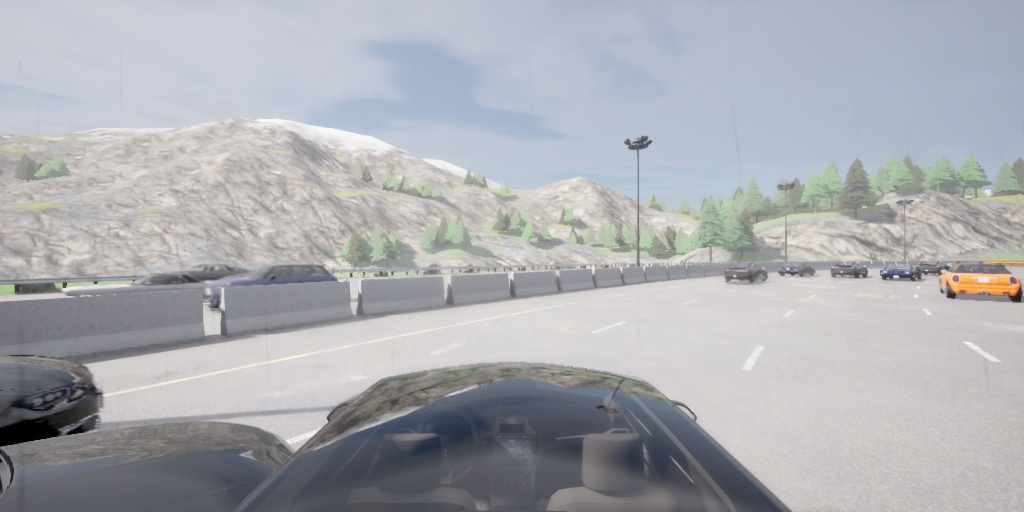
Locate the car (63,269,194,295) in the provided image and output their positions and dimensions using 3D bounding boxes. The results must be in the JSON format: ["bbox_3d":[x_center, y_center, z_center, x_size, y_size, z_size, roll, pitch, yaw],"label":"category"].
[{"bbox_3d":[-14.272,1.351,14.242,1.895,1.301,4.718,0,0,39],"label":"car"}]

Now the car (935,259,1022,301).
[{"bbox_3d":[22.755,1.106,17.595,4.553,1.767,2.097,-1,0,-44],"label":"car"}]

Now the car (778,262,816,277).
[{"bbox_3d":[28.067,1.297,35.318,5.357,1.411,2.033,0,0,-36],"label":"car"}]

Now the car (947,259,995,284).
[{"bbox_3d":[35.409,1.102,27.616,4.553,1.767,2.097,0,0,-36],"label":"car"}]

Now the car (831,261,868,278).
[{"bbox_3d":[31.375,1.242,33.342,4.902,1.511,2.128,0,0,-35],"label":"car"}]

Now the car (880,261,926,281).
[{"bbox_3d":[32.308,1.351,29.733,4.718,1.301,1.895,0,0,-35],"label":"car"}]

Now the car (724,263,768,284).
[{"bbox_3d":[17.814,1.240,27.240,4.902,1.511,2.128,0,0,-41],"label":"car"}]

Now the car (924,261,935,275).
[{"bbox_3d":[43.313,1.242,36.865,4.902,1.511,2.128,0,0,-31],"label":"car"}]

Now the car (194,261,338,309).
[{"bbox_3d":[-9.532,1.102,14.488,2.097,1.767,4.553,0,0,39],"label":"car"}]

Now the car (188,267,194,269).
[{"bbox_3d":[-17.883,1.241,20.858,2.128,1.511,4.902,0,0,39],"label":"car"}]

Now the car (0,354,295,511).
[{"bbox_3d":[-2.983,1.255,0.534,4.892,1.490,1.837,0,0,-45],"label":"car"}]

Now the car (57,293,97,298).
[{"bbox_3d":[-5.856,1.241,1.870,2.128,1.511,4.902,0,0,36],"label":"car"}]
